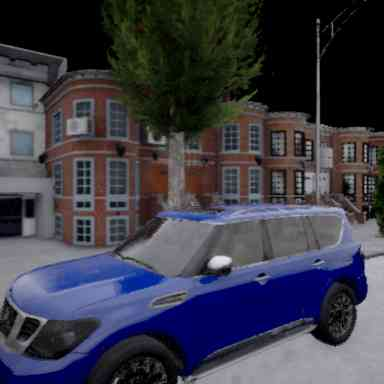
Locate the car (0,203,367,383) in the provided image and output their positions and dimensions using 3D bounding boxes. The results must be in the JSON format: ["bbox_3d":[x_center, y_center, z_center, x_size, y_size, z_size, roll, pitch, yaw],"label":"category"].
[{"bbox_3d":[0.324,1.222,4.837,5.566,2.045,2.150,0,0,-36],"label":"car"}]
